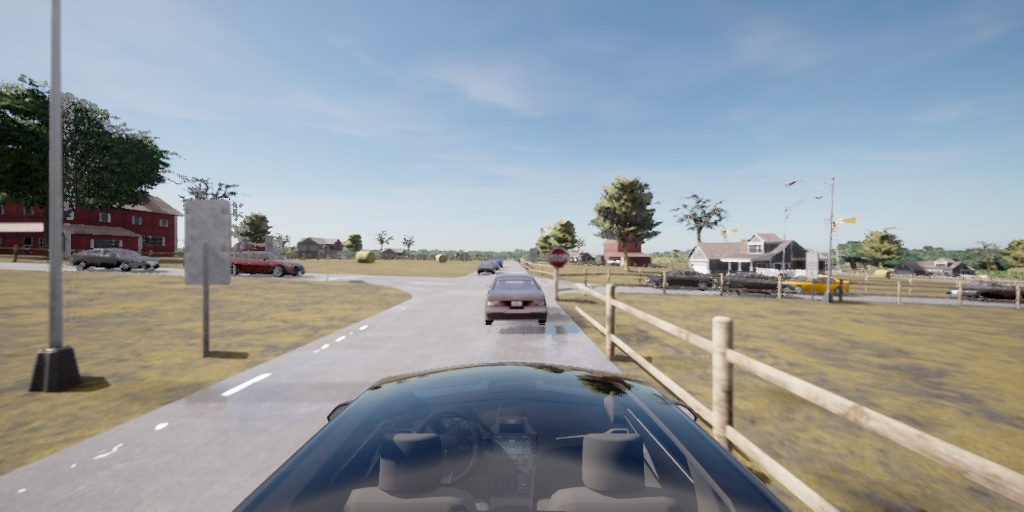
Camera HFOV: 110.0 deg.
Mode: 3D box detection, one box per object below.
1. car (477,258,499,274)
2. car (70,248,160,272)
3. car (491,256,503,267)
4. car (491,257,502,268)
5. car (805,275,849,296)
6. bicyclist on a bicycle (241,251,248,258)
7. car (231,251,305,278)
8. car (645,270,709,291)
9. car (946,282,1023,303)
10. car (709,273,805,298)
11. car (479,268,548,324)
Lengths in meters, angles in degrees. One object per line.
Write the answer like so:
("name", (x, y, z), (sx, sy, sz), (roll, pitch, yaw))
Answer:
("car", (-2.835, 1.297, 40.489), (2.033, 1.411, 5.357), (0, 0, 0))
("car", (-26.946, 0.264, 24.468), (4.902, 1.511, 2.128), (2, 0, 0))
("car", (-2.755, 0.987, 62.283), (2.150, 2.045, 5.566), (0, 0, 0))
("car", (-2.815, 1.278, 50.763), (1.812, 1.442, 4.674), (0, 0, 0))
("car", (22.803, 2.168, 27.470), (5.008, 1.535, 1.882), (2, 0, 0))
("bicyclist on a bicycle", (-22.611, 0.397, 30.460), (0.582, 1.620, 1.656), (2, 0, 0))
("car", (-16.692, 0.504, 24.480), (4.553, 1.767, 2.097), (2, 0, 0))
("car", (12.709, 1.794, 27.411), (4.892, 1.490, 1.837), (2, 0, -2))
("car", (36.385, 2.739, 27.470), (4.902, 1.511, 2.128), (2, 0, 0))
("car", (16.640, 1.948, 24.547), (4.892, 1.490, 1.837), (2, 0, 0))
("car", (0.066, 1.294, 11.906), (2.033, 1.411, 5.357), (0, 0, -1))
